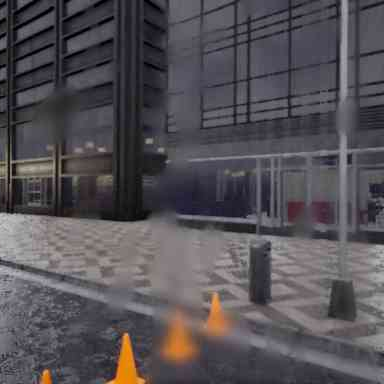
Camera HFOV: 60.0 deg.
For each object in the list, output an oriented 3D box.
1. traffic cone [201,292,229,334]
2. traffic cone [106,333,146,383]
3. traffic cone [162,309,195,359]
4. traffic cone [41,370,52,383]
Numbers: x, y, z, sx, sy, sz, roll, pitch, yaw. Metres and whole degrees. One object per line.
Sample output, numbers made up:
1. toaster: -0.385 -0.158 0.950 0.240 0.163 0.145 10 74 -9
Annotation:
1. traffic cone: 0.389 1.971 5.536 0.340 0.580 0.340 0 0 36
2. traffic cone: -0.776 1.965 3.910 0.340 0.580 0.340 0 0 36
3. traffic cone: -0.194 1.968 4.723 0.340 0.580 0.340 0 0 36
4. traffic cone: -1.359 1.962 3.097 0.340 0.580 0.340 0 0 36
